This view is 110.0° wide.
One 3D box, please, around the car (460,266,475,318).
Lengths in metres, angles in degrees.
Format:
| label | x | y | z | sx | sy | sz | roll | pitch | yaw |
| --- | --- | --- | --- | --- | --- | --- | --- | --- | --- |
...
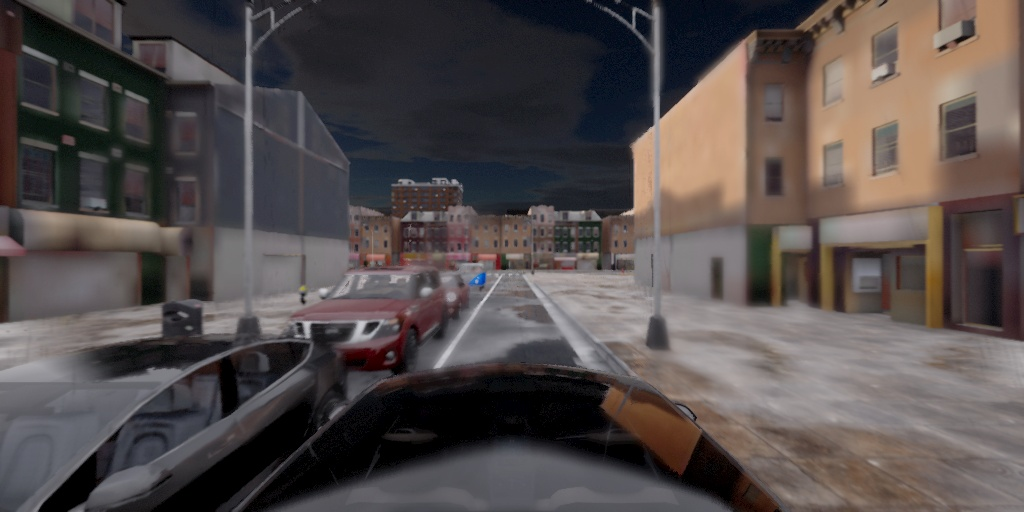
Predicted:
| label | x | y | z | sx | sy | sz | roll | pitch | yaw |
| --- | --- | --- | --- | --- | --- | --- | --- | --- | --- |
| car | -2.636 | 1.331 | 13.121 | 1.967 | 1.591 | 4.097 | 0 | 0 | 0 |

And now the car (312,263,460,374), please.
| label | x | y | z | sx | sy | sz | roll | pitch | yaw |
| --- | --- | --- | --- | --- | --- | --- | --- | --- | --- |
| car | -2.637 | 1.138 | 7.694 | 2.192 | 1.841 | 5.009 | 0 | 0 | 0 |

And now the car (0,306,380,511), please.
| label | x | y | z | sx | sy | sz | roll | pitch | yaw |
| --- | --- | --- | --- | --- | --- | --- | --- | --- | --- |
| car | -2.638 | 1.323 | 2.268 | 1.948 | 1.339 | 4.313 | 0 | 0 | 0 |

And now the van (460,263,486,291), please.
| label | x | y | z | sx | sy | sz | roll | pitch | yaw |
| --- | --- | --- | --- | --- | --- | --- | --- | --- | --- |
| van | -2.635 | 1.369 | 23.974 | 1.690 | 1.789 | 3.998 | 0 | 0 | 0 |
